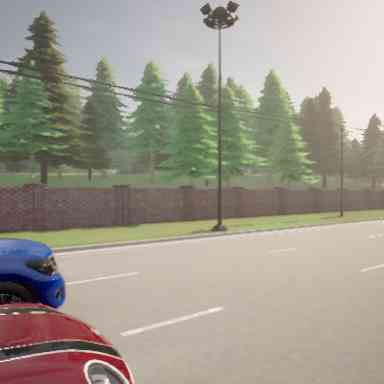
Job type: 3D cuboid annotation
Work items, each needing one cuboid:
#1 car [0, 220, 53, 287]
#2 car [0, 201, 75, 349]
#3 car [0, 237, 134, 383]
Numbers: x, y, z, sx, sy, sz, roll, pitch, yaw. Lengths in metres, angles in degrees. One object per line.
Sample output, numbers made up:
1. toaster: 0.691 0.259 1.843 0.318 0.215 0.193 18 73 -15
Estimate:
1. car: -5.861 1.563 8.164 4.181 1.385 1.994 0 0 -36
2. car: -4.777 1.221 4.638 5.566 2.045 2.150 0 0 -36
3. car: -2.570 1.352 1.912 4.553 1.767 2.097 0 0 -36
